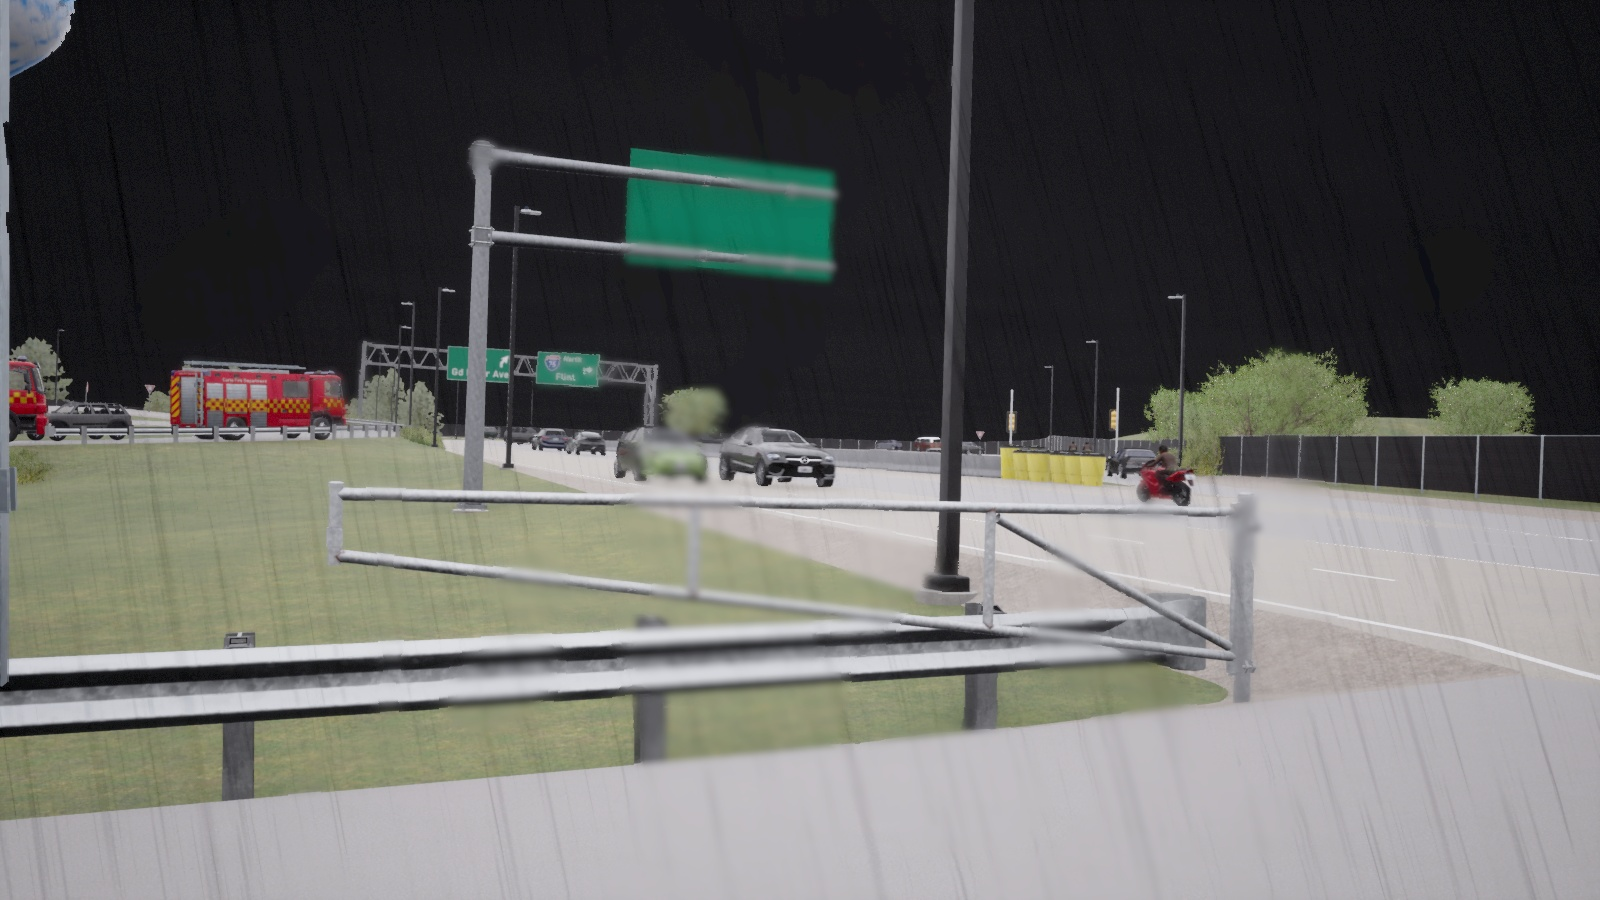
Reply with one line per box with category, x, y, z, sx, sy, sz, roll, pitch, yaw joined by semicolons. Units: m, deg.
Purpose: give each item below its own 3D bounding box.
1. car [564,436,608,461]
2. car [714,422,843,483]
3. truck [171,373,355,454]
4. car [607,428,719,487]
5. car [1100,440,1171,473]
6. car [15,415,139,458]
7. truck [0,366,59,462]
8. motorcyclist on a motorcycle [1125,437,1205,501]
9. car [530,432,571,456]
car;-13.704;-0.127;80.229;1.837;1.490;4.892;1;0;-21
car;-0.732;0.057;36.697;2.152;1.651;5.027;1;0;-21
truck;-27.134;-1.860;64.006;2.891;3.827;8.468;1;2;31
car;-3.928;0.175;35.251;2.007;1.525;4.514;1;0;-21
car;15.367;0.271;57.774;2.033;1.411;5.357;0;1;3
car;-33.539;-0.638;58.369;1.932;1.855;4.605;0;2;28
truck;-34.559;-1.390;50.067;8.468;3.827;2.891;-2;1;-29
motorcyclist on a motorcycle;8.973;0.453;30.944;0.797;1.523;2.044;1;0;-21
car;-18.390;-0.432;92.436;2.242;1.667;4.611;1;0;-21
